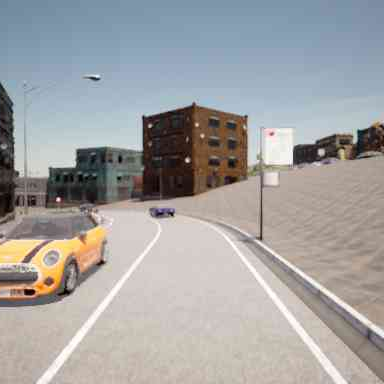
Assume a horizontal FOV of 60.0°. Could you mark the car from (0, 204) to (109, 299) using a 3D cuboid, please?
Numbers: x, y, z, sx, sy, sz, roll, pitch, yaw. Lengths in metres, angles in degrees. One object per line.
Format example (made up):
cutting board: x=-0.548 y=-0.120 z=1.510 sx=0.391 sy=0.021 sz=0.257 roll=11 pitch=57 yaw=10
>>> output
car: x=-3.662 y=1.348 z=8.622 sx=2.097 sy=1.767 sz=4.553 roll=0 pitch=0 yaw=-1

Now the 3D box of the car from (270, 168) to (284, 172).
car: x=20.896 y=-4.745 z=78.890 sx=2.231 sy=1.521 sz=4.892 roll=0 pitch=1 yaw=-1

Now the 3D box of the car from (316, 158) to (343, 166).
car: x=21.498 y=-4.475 z=51.190 sx=2.185 sy=1.767 sz=4.553 roll=0 pitch=1 yaw=-1

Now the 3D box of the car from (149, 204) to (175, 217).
car: x=-3.232 y=1.906 z=34.531 sx=1.895 sy=1.301 sz=4.718 roll=0 pitch=-1 yaw=-18

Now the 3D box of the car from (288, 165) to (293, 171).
car: x=21.136 y=-4.724 z=67.875 sx=2.185 sy=1.767 sz=4.553 roll=0 pitch=1 yaw=-1

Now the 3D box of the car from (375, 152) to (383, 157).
car: x=21.863 y=-4.081 z=34.737 sx=2.231 sy=1.521 sz=4.892 roll=0 pitch=1 yaw=-1

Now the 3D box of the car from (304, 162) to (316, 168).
car: x=21.379 y=-4.392 z=56.684 sx=2.002 sy=1.452 sz=4.674 roll=0 pitch=1 yaw=-1

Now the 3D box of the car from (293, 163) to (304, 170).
car: x=21.256 y=-4.644 z=62.356 sx=2.185 sy=1.767 sz=4.553 roll=0 pitch=1 yaw=-1

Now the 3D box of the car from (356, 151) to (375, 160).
car: x=21.735 y=-4.179 z=40.254 sx=2.231 sy=1.521 sz=4.892 roll=0 pitch=1 yaw=-1
